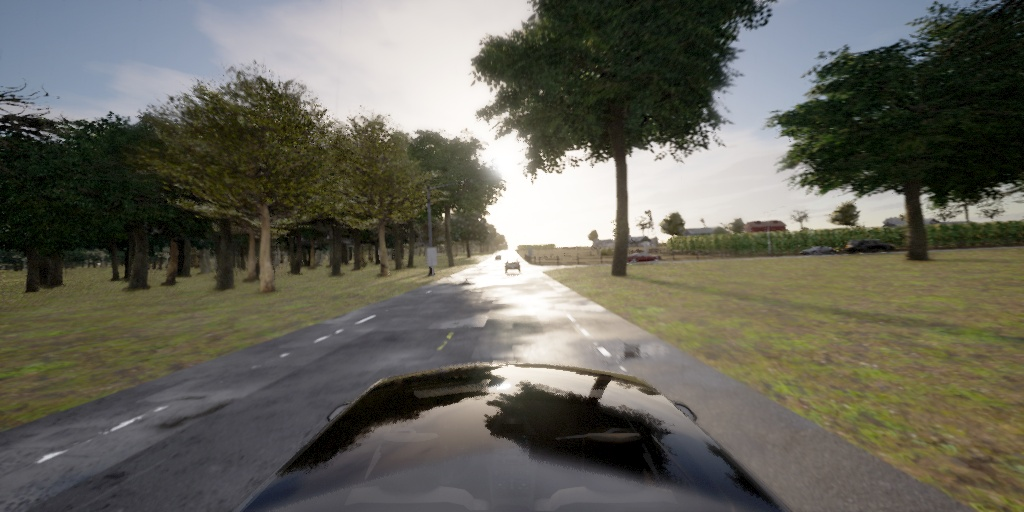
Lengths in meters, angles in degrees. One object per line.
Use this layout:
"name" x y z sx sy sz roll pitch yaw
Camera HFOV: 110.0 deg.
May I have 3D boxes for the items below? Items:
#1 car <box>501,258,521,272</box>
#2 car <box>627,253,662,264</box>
"car" 0.080 1.122 43.537 2.128 1.511 4.902 -2 1 0
"car" 18.512 0.263 50.683 5.008 1.535 1.882 -3 -1 0
